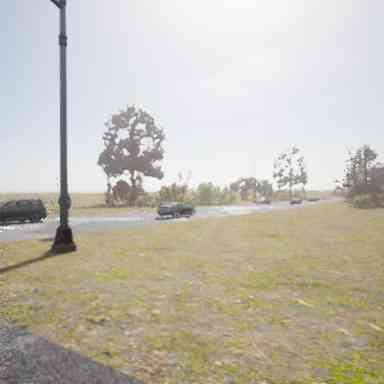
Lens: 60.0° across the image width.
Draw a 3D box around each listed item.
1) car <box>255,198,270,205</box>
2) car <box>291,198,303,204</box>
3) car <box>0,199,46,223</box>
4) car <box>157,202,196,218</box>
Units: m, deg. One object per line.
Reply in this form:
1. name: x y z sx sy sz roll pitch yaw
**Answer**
1. car: 15.118 1.988 70.884 2.128 1.511 4.902 0 0 34
2. car: 23.480 1.995 74.447 1.994 1.385 4.181 0 0 27
3. car: -14.545 1.639 26.614 2.150 2.045 5.566 0 1 34
4. car: -1.495 1.784 33.492 2.128 1.511 4.902 0 0 34
